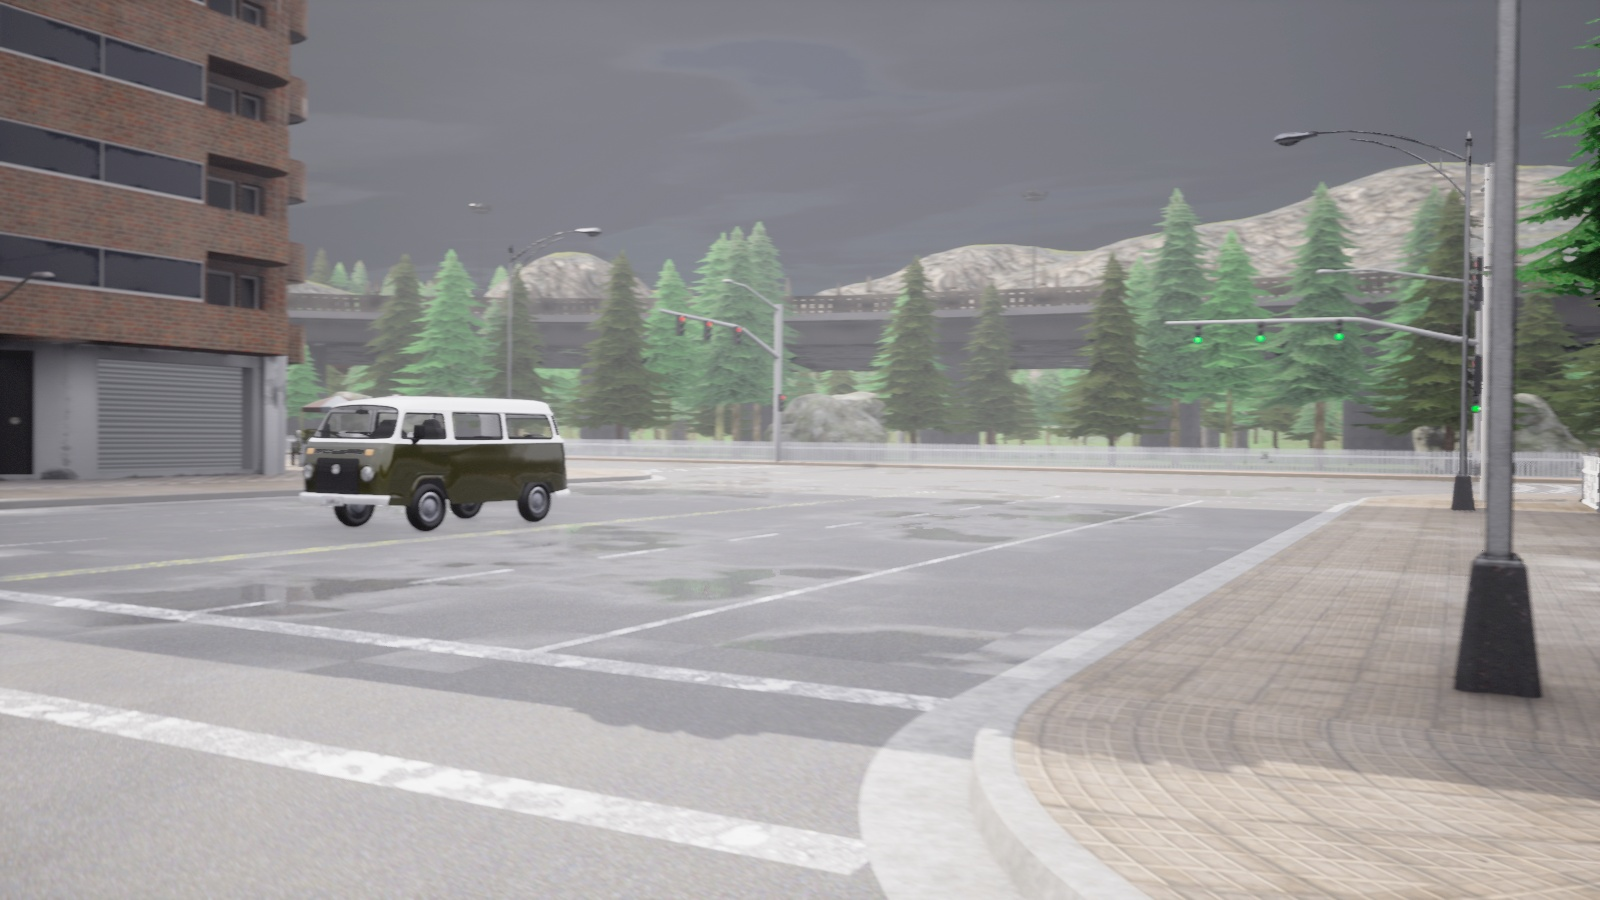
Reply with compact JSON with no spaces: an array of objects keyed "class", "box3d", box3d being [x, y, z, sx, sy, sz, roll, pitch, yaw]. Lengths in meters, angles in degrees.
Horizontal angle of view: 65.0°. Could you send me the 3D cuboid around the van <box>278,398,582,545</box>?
[{"class":"van","box3d":[-5.671,0.272,19.879,2.069,2.038,4.480,0,1,27]}]
